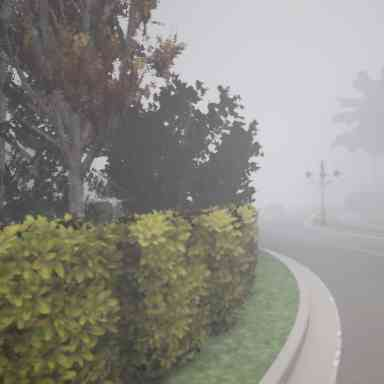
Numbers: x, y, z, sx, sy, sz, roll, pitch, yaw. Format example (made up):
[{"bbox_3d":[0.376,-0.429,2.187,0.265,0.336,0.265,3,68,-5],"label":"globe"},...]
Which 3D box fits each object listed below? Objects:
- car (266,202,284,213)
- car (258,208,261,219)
[{"bbox_3d":[11.398,2.112,45.581,2.128,1.511,4.902,-1,-1,24],"label":"car"},{"bbox_3d":[5.161,1.931,30.611,1.882,1.535,5.008,-1,-1,18],"label":"car"}]
